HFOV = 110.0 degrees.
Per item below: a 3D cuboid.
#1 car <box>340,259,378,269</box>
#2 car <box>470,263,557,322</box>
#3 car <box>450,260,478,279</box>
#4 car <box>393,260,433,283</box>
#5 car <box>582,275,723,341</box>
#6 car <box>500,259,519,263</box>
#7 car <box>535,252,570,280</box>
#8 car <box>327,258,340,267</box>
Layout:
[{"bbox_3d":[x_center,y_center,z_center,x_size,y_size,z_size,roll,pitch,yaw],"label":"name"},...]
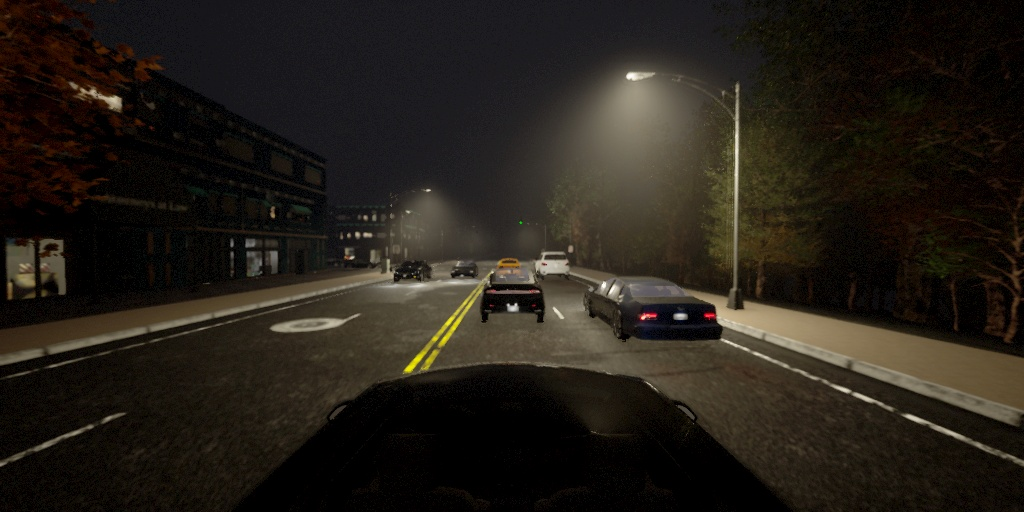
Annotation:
[{"bbox_3d":[-20.530,1.107,48.818,4.313,1.339,1.948,0,0,-1],"label":"car"},{"bbox_3d":[0.002,1.141,11.771,2.128,1.511,4.902,0,1,-1],"label":"car"},{"bbox_3d":[-3.652,1.031,28.647,2.033,1.411,5.357,0,1,-1],"label":"car"},{"bbox_3d":[-6.862,1.025,25.266,1.837,1.490,4.892,0,0,-1],"label":"car"},{"bbox_3d":[3.283,1.217,9.558,2.033,1.411,5.357,0,1,-1],"label":"car"},{"bbox_3d":[-0.222,0.953,29.264,1.882,1.535,5.008,0,1,-1],"label":"car"},{"bbox_3d":[3.049,0.710,27.808,2.150,2.045,5.566,0,1,-1],"label":"car"},{"bbox_3d":[-28.975,1.023,57.219,4.403,1.370,2.007,0,0,-1],"label":"car"}]
